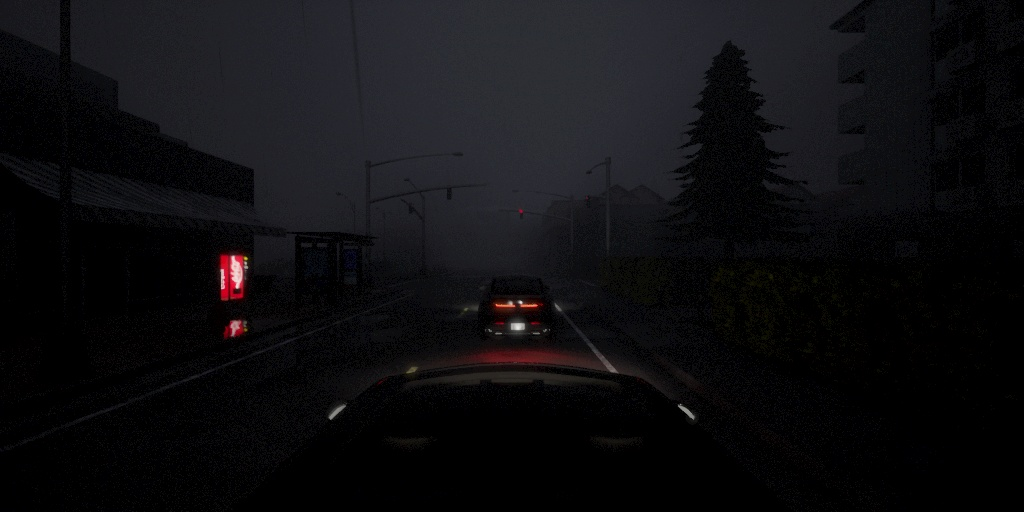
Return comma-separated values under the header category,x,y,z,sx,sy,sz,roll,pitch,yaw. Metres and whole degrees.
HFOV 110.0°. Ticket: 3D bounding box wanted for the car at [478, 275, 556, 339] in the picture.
category,x,y,z,sx,sy,sz,roll,pitch,yaw
car,0.118,1.255,10.050,1.837,1.490,4.892,0,0,0
